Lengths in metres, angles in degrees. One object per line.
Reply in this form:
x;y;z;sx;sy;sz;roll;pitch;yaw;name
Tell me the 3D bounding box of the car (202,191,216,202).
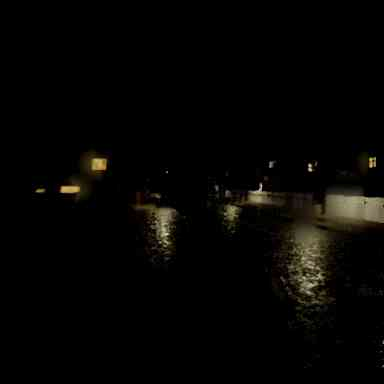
2.053;0.628;45.407;2.033;1.411;5.357;0;1;-6;car
